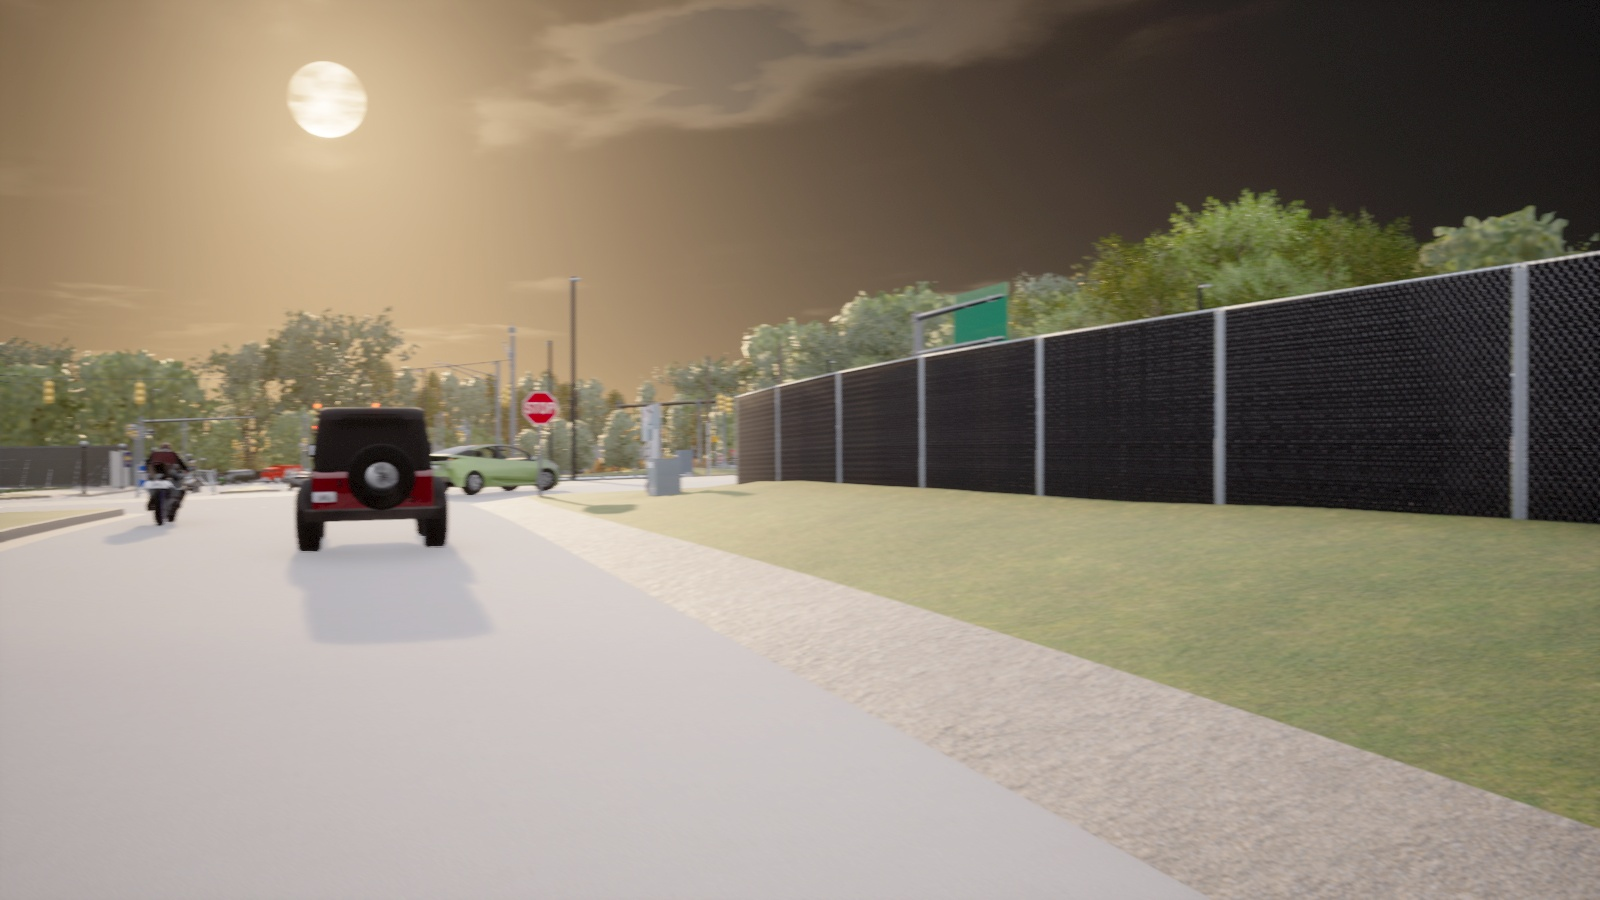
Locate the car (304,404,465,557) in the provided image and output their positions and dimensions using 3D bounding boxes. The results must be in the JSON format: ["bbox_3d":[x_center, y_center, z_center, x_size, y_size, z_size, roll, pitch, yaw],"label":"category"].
[{"bbox_3d":[-5.822,0.344,17.597,1.905,1.878,3.866,-1,1,-19],"label":"car"}]

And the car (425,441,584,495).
[{"bbox_3d":[-9.055,0.520,38.804,2.007,1.525,4.514,-2,0,38],"label":"car"}]

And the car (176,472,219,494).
[{"bbox_3d":[-42.383,2.273,88.441,2.033,1.411,5.357,-1,0,-19],"label":"car"}]

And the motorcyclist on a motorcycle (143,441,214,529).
[{"bbox_3d":[-11.447,0.619,23.196,0.866,1.530,2.191,-1,0,-19],"label":"motorcyclist on a motorcycle"}]
